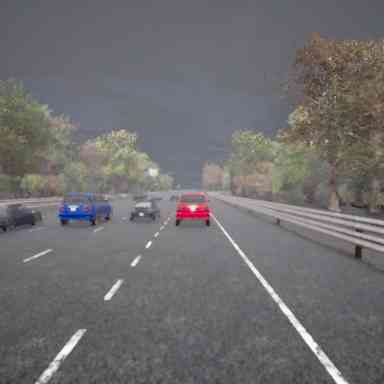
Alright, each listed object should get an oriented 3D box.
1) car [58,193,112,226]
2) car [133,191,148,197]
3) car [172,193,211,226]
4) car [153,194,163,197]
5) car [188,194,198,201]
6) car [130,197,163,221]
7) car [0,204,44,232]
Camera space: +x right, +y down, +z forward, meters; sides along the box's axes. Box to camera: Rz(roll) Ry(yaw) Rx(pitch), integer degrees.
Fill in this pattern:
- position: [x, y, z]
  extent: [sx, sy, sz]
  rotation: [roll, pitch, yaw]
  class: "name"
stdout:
- position: [-6.937, 1.063, 22.151]
  extent: [2.150, 2.045, 5.566]
  rotation: [0, 1, 0]
  class: "car"
- position: [-10.263, 0.750, 66.347]
  extent: [2.150, 2.045, 5.566]
  rotation: [0, 0, 0]
  class: "car"
- position: [0.063, 1.063, 22.255]
  extent: [2.150, 2.045, 5.566]
  rotation: [0, 1, 0]
  class: "car"
- position: [-6.767, 1.133, 66.078]
  extent: [1.895, 1.301, 4.718]
  rotation: [0, 0, 0]
  class: "car"
- position: [0.236, 1.095, 66.101]
  extent: [1.994, 1.385, 4.181]
  rotation: [0, 0, 0]
  class: "car"
- position: [-3.427, 1.345, 24.900]
  extent: [1.812, 1.442, 4.674]
  rotation: [0, 1, 0]
  class: "car"
- position: [-10.459, 1.409, 18.880]
  extent: [2.033, 1.411, 5.357]
  rotation: [0, 0, 1]
  class: "car"
